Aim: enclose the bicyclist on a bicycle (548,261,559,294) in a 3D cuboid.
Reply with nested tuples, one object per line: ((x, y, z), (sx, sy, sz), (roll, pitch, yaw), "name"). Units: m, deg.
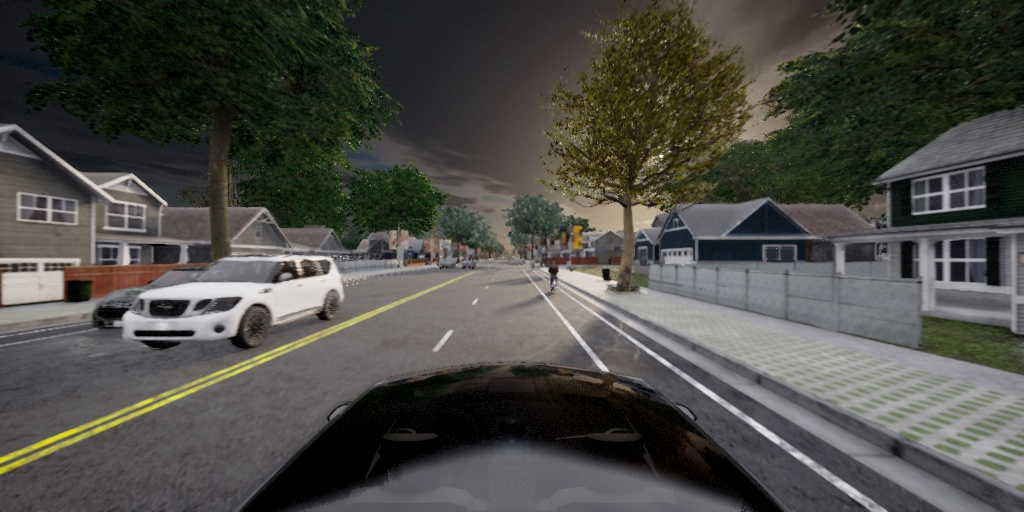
((2.246, 1.135, 19.520), (0.659, 1.776, 1.843), (0, 0, 0), "bicyclist on a bicycle")

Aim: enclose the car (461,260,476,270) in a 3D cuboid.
((-6.487, 1.370, 54.513), (2.033, 1.411, 5.357), (0, 0, 0), "car")

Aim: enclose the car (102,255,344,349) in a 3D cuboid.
((-6.599, 0.977, 9.530), (2.150, 2.045, 5.566), (0, 0, 0), "car")

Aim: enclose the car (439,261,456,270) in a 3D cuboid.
((-9.738, 1.406, 54.513), (2.033, 1.411, 5.357), (0, 0, 0), "car")

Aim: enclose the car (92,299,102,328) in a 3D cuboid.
((-9.847, 1.109, 11.240), (2.097, 1.767, 4.553), (0, 0, 0), "car")

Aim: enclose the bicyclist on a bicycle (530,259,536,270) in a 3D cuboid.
((2.798, 1.225, 48.158), (0.866, 1.612, 1.509), (4, 0, -5), "bicyclist on a bicycle")
